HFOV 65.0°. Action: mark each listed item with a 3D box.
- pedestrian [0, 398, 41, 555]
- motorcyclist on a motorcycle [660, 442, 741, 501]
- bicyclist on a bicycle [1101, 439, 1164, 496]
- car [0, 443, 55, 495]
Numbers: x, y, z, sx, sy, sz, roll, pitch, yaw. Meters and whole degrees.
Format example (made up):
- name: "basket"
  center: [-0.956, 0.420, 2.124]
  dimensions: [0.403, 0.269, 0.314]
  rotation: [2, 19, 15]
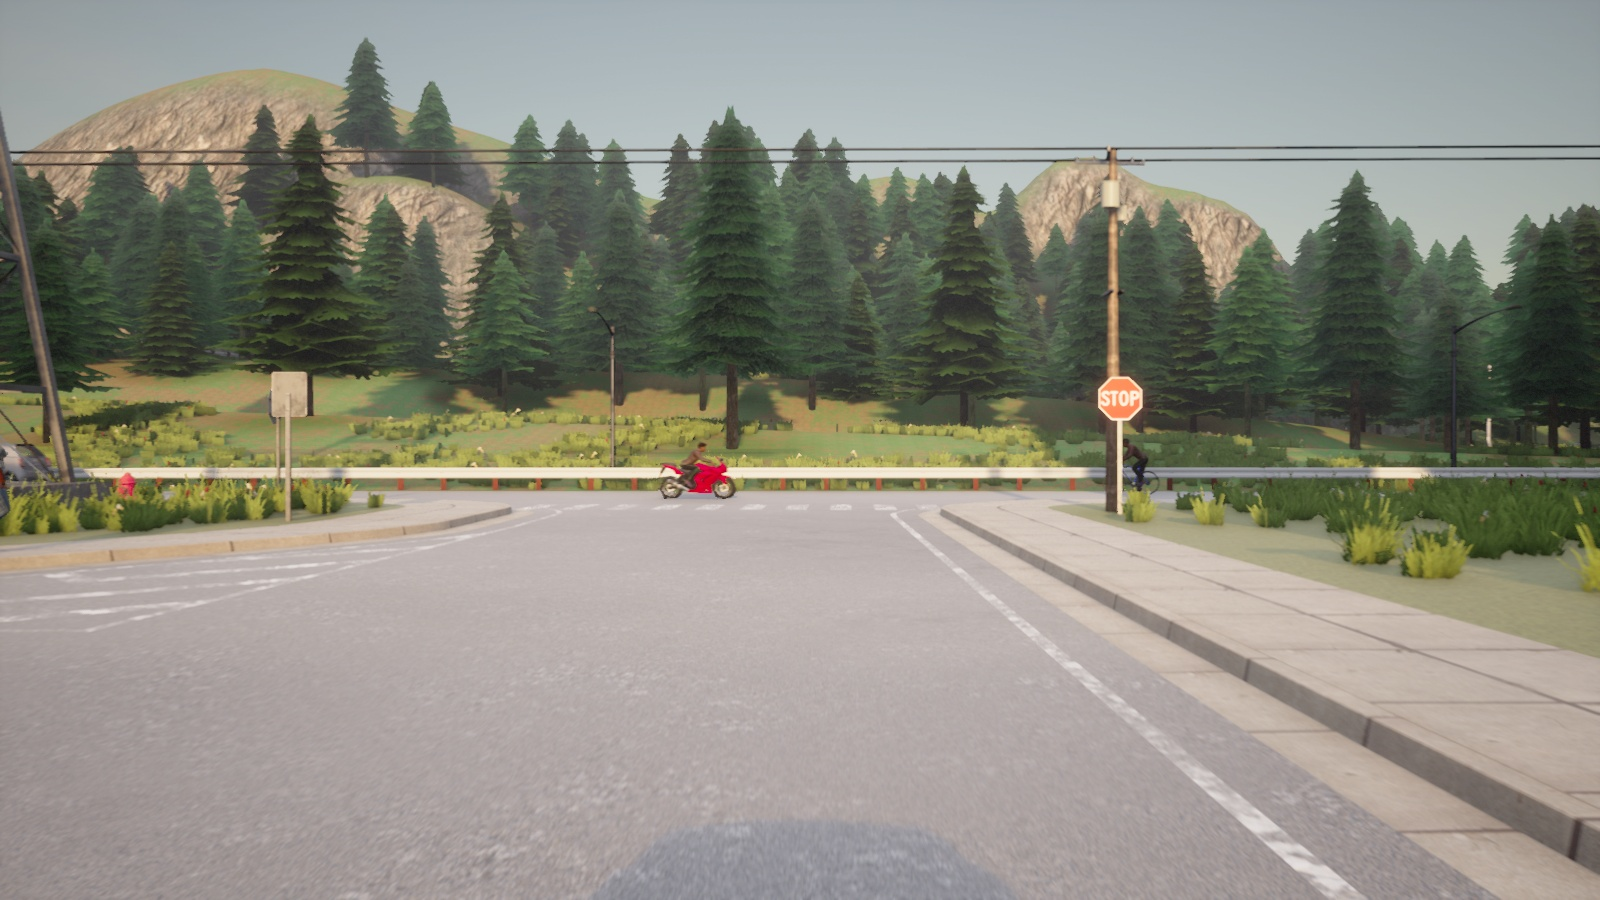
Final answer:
- name: "pedestrian"
  center: [-9.855, 0.309, 15.101]
  dimensions: [0.874, 1.855, 0.900]
  rotation: [0, 0, 21]
- name: "motorcyclist on a motorcycle"
  center: [-2.598, 0.541, 32.846]
  dimensions: [2.044, 1.523, 0.797]
  rotation: [0, 0, 1]
- name: "bicyclist on a bicycle"
  center: [9.528, 0.504, 36.063]
  dimensions: [1.656, 1.620, 0.582]
  rotation: [0, 0, 1]
- name: "car"
  center: [-24.211, 0.533, 36.852]
  dimensions: [3.633, 1.501, 1.845]
  rotation: [0, 0, 1]
